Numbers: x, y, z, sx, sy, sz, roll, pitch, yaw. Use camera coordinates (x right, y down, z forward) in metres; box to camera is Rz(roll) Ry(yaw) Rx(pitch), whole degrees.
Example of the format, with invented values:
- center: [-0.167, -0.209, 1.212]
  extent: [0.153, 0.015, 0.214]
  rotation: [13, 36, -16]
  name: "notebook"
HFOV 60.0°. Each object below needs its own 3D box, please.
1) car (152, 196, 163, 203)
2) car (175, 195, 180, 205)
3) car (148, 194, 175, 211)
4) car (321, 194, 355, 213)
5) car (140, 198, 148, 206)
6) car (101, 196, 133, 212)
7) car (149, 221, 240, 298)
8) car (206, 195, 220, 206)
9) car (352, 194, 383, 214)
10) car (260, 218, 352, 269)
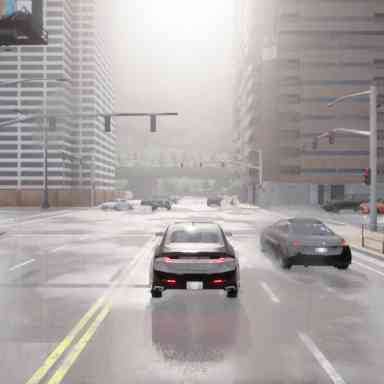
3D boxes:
- center: [-7.103, 1.524, 69.124]
  extent: [1.812, 1.442, 4.674]
  rotation: [0, 0, 0]
  name: "car"
- center: [-3.665, 1.600, 60.277]
  extent: [1.895, 1.301, 4.718]
  rotation: [0, 0, 0]
  name: "car"
- center: [-3.658, 1.224, 40.387]
  extent: [2.150, 2.045, 5.566]
  rotation: [0, 0, 0]
  name: "car"
- center: [17.143, 1.221, 36.556]
  extent: [5.566, 2.045, 2.150]
  rotation: [0, 0, 0]
  name: "car"
- center: [-7.171, 1.600, 53.941]
  extent: [1.895, 1.301, 4.718]
  rotation: [0, 0, 0]
  name: "car"
- center: [-8.890, 1.525, 39.989]
  extent: [1.812, 1.442, 4.674]
  rotation: [1, 0, 26]
  name: "car"
- center: [0.052, 1.491, 8.497]
  extent: [2.128, 1.511, 4.902]
  rotation: [0, 0, 0]
  name: "car"
- center: [3.516, 1.352, 55.286]
  extent: [2.097, 1.767, 4.553]
  rotation: [0, 0, 0]
  name: "car"
- center: [18.968, 1.352, 33.036]
  extent: [4.553, 1.767, 2.097]
  rotation: [0, 0, 0]
  name: "car"
- center: [3.563, 1.564, 11.149]
  extent: [1.994, 1.385, 4.181]
  rotation: [0, 0, 0]
  name: "car"
